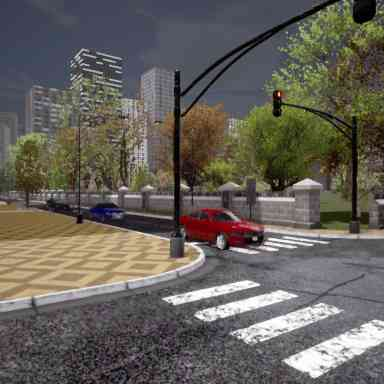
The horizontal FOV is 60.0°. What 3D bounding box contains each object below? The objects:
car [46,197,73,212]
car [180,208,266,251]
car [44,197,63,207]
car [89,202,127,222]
[{"bbox_3d":[-15.801,1.675,40.073,1.994,1.385,4.181,0,0,-34],"label":"car"},{"bbox_3d":[1.108,1.500,14.691,1.882,1.535,5.008,0,0,-31],"label":"car"},{"bbox_3d":[-24.149,1.673,58.032,2.128,1.511,4.902,0,0,-34],"label":"car"},{"bbox_3d":[-6.887,1.593,26.906,1.812,1.442,4.674,0,0,-35],"label":"car"}]
